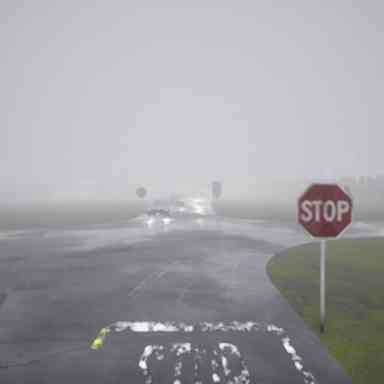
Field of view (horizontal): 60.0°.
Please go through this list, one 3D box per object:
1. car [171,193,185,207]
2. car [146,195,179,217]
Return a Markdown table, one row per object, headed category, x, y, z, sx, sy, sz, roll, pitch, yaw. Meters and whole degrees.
| category | x | y | z | sx | sy | sz | roll | pitch | yaw |
| --- | --- | --- | --- | --- | --- | --- | --- | --- | --- |
| car | -1.982 | 0.928 | 41.969 | 2.097 | 1.767 | 4.553 | 0 | 0 | 2 |
| car | -2.546 | 1.279 | 28.134 | 2.033 | 1.411 | 5.357 | 0 | 1 | 2 |
